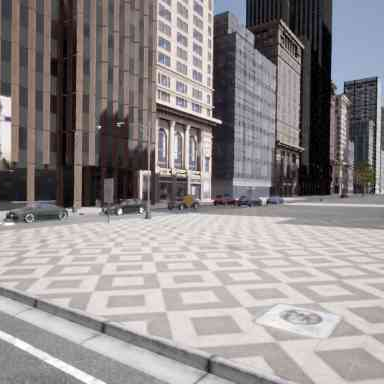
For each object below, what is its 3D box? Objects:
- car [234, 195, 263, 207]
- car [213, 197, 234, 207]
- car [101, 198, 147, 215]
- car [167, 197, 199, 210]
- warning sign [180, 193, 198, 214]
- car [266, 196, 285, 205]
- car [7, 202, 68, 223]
[{"bbox_3d":[8.347,1.193,47.464,2.097,1.767,4.553,1,1,36],"label":"car"},{"bbox_3d":[4.953,1.396,48.049,1.895,1.301,4.718,1,1,36],"label":"car"},{"bbox_3d":[-6.452,1.377,32.002,1.837,1.490,4.892,1,1,35],"label":"car"},{"bbox_3d":[-1.004,1.341,39.694,1.837,1.490,4.892,1,1,35],"label":"car"},{"bbox_3d":[-0.259,1.077,30.681,1.300,1.860,1.060,1,1,35],"label":"warning sign"},{"bbox_3d":[13.947,1.363,55.469,1.994,1.385,4.181,1,1,35],"label":"car"},{"bbox_3d":[-11.464,1.470,24.925,1.994,1.385,4.181,1,1,35],"label":"car"}]
